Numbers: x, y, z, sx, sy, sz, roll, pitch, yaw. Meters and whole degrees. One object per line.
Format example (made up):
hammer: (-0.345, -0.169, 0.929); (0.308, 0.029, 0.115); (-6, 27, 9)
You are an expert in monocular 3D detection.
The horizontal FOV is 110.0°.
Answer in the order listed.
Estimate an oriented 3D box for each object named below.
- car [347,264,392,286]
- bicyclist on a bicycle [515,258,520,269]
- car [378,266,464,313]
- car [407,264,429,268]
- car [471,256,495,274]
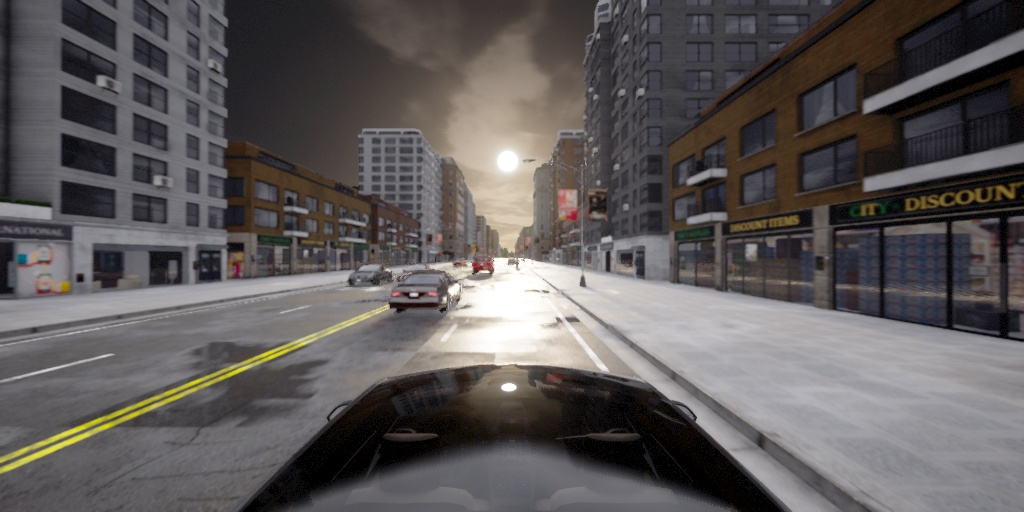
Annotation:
car: (-9.852, 1.280, 25.367); (1.812, 1.442, 4.674); (0, 0, 0)
bicyclist on a bicycle: (0.875, 1.196, 56.115); (0.866, 1.612, 1.509); (0, 0, 0)
car: (-3.155, 1.299, 14.051); (2.033, 1.411, 5.357); (0, 0, 0)
car: (-6.603, 1.280, 25.290); (1.812, 1.442, 4.674); (0, 0, 0)
car: (-3.158, 0.978, 40.586); (2.150, 2.045, 5.566); (0, 0, 0)
